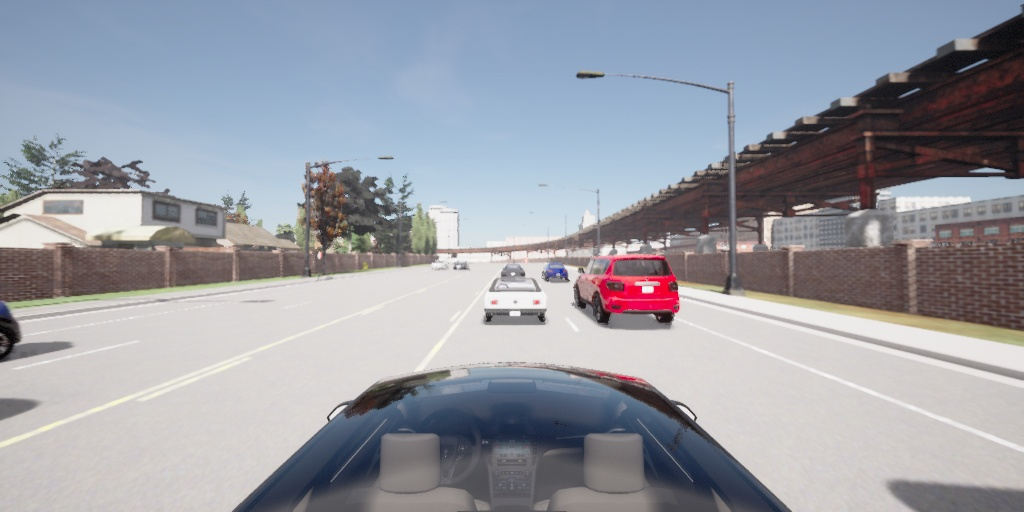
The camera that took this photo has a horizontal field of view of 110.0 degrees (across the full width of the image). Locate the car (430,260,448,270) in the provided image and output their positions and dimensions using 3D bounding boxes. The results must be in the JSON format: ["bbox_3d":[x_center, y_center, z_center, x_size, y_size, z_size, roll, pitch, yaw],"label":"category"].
[{"bbox_3d":[-10.590,1.334,52.515,1.812,1.442,4.674,0,0,0],"label":"car"}]

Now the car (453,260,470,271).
[{"bbox_3d":[-7.096,1.297,50.326,2.128,1.511,4.902,0,0,0],"label":"car"}]

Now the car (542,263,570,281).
[{"bbox_3d":[3.589,1.308,30.237,1.812,1.442,4.674,0,0,0],"label":"car"}]

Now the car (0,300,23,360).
[{"bbox_3d":[-10.602,1.106,4.948,2.097,1.767,4.553,0,0,0],"label":"car"}]

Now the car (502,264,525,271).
[{"bbox_3d":[0.089,1.346,29.725,1.994,1.385,4.181,0,0,0],"label":"car"}]

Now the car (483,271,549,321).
[{"bbox_3d":[0.097,1.363,12.504,1.895,1.301,4.718,0,0,0],"label":"car"}]

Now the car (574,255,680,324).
[{"bbox_3d":[3.596,0.984,12.194,2.150,2.045,5.566,0,0,0],"label":"car"}]
